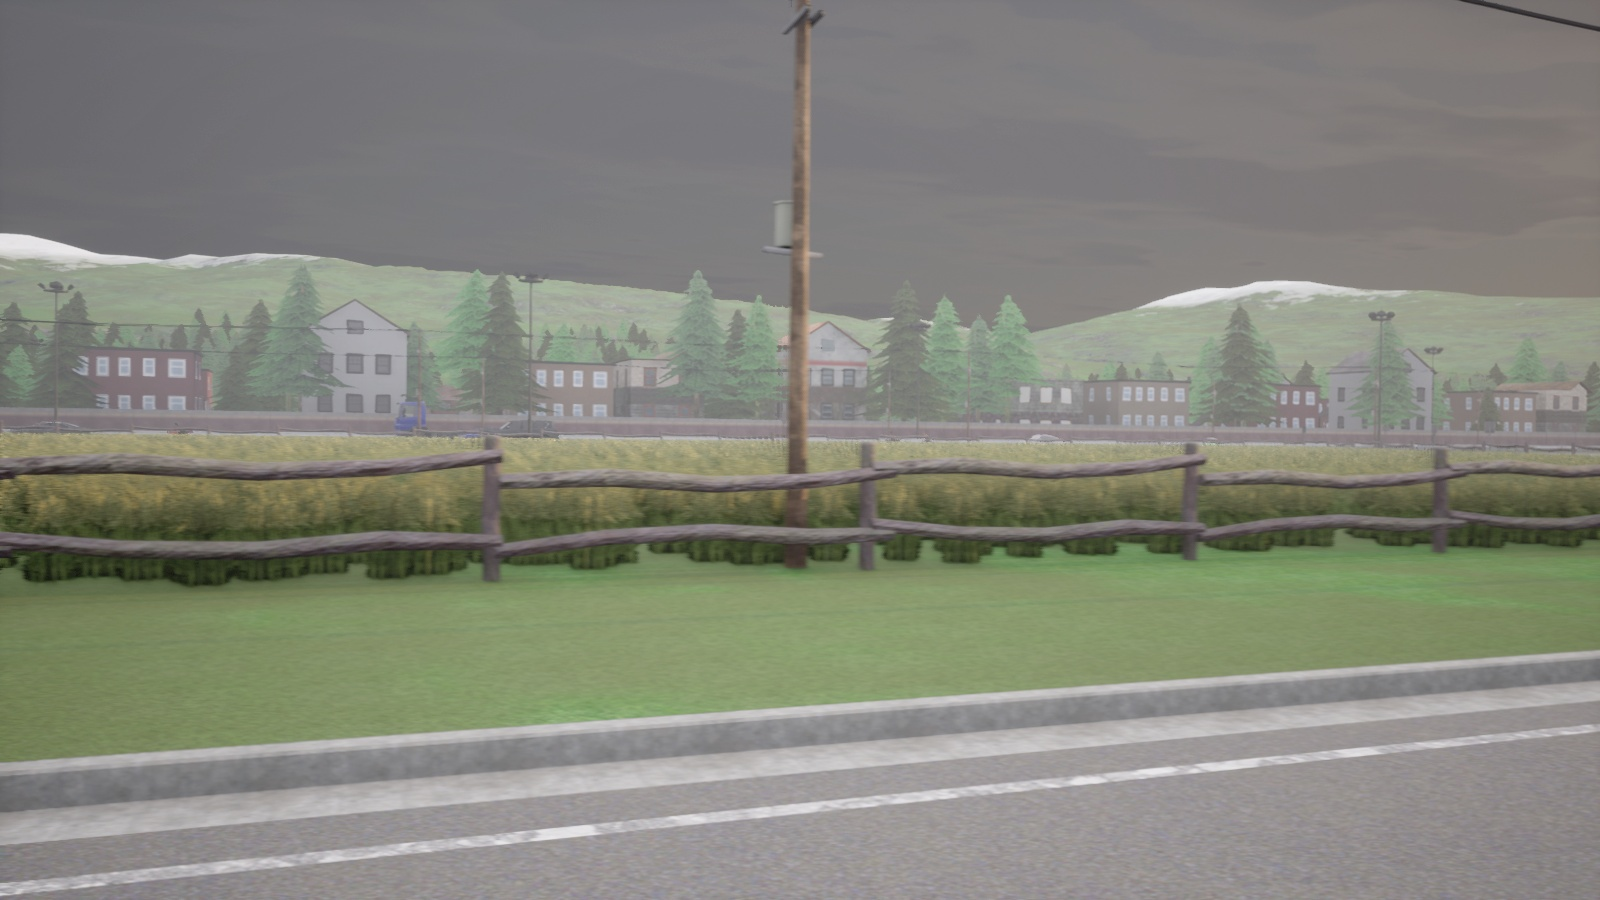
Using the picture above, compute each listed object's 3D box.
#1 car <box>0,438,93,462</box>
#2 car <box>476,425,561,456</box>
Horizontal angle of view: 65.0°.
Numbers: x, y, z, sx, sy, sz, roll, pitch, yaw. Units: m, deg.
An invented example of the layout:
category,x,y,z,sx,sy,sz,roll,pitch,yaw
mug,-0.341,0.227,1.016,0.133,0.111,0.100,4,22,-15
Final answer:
category,x,y,z,sx,sy,sz,roll,pitch,yaw
car,-48.446,-0.025,80.768,4.892,1.490,1.837,-1,1,-21
car,-19.682,-0.666,87.800,5.566,2.045,2.150,-1,1,-21
